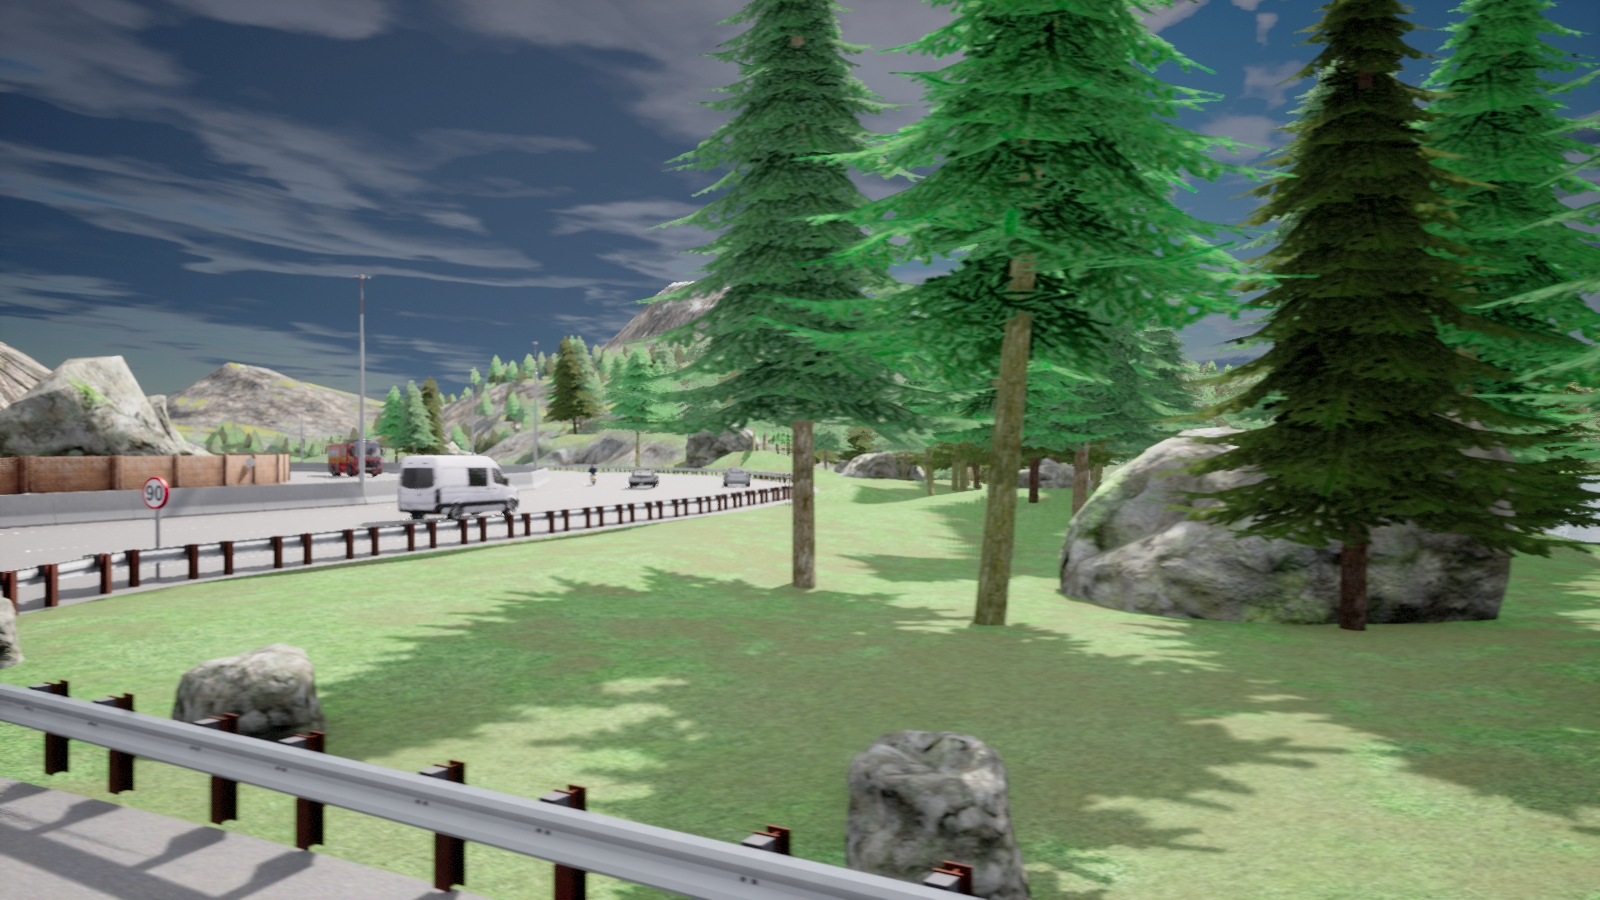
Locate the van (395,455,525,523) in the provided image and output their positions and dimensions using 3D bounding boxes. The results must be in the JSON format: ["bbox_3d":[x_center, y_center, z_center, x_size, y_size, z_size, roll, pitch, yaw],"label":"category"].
[{"bbox_3d":[-13.785,1.519,46.774,1.988,2.561,5.915,0,0,20],"label":"van"}]
